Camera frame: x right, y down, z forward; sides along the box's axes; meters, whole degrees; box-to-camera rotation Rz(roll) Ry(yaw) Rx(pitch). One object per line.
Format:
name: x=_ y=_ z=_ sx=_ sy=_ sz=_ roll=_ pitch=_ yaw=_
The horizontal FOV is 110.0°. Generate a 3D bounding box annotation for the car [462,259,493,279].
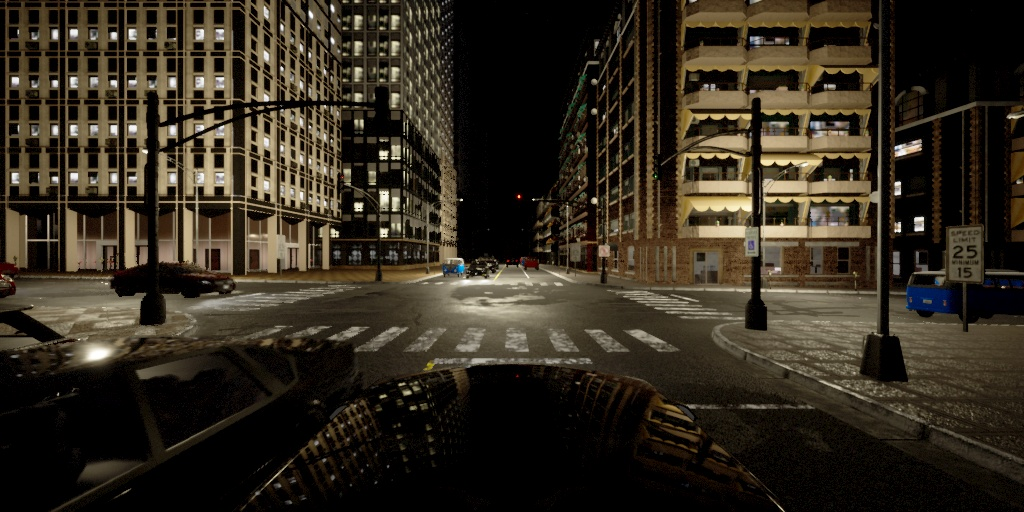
car: x=-3.058 y=1.260 z=32.756 sx=1.837 sy=1.490 sz=4.892 roll=0 pitch=0 yaw=0

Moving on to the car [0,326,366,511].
car: x=-2.802 y=1.297 z=1.934 sx=2.033 sy=1.411 sz=5.357 roll=0 pitch=0 yaw=4

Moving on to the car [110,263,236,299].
car: x=-14.643 y=1.025 z=15.576 sx=4.674 sy=1.442 sz=1.812 roll=1 pitch=0 yaw=3

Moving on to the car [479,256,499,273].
car: x=-3.044 y=0.981 z=42.878 sx=2.150 sy=2.045 sz=5.566 roll=0 pitch=0 yaw=1

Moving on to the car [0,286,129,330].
car: x=-5.689 y=1.190 z=2.323 sx=1.967 sy=1.591 sz=4.097 roll=0 pitch=0 yaw=0

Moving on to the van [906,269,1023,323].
van: x=16.926 y=1.453 z=13.013 sx=3.998 sy=1.789 sz=1.690 roll=0 pitch=0 yaw=0

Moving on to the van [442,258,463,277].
van: x=-5.650 y=1.097 z=34.797 sx=1.690 sy=1.789 sz=3.998 roll=0 pitch=0 yaw=0

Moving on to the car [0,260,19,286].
car: x=-21.133 y=0.818 z=13.109 sx=4.097 sy=1.591 sz=1.967 roll=0 pitch=0 yaw=0

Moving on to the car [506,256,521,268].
car: x=0.077 y=0.994 z=63.900 sx=2.150 sy=2.045 sz=5.566 roll=0 pitch=0 yaw=0

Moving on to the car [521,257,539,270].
car: x=2.749 y=1.079 z=51.441 sx=2.192 sy=1.841 sz=5.009 roll=0 pitch=0 yaw=0
